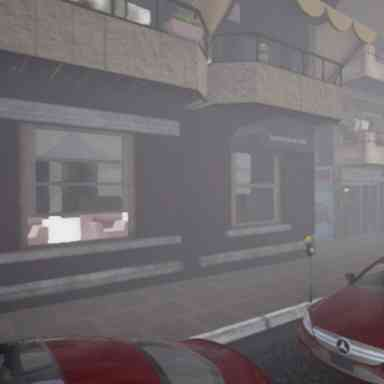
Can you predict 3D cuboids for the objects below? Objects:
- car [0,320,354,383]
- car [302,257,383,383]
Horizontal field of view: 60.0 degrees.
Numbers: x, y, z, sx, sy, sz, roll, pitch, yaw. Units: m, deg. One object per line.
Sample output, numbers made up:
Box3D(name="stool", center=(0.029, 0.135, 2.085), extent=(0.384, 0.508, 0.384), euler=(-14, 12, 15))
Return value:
Box3D(name="car", center=(-1.256, 1.581, 1.557), extent=(4.206, 1.307, 1.802), euler=(0, -1, -35))
Box3D(name="car", center=(3.320, 1.595, 4.789), extent=(4.206, 1.307, 1.802), euler=(0, -1, -35))
